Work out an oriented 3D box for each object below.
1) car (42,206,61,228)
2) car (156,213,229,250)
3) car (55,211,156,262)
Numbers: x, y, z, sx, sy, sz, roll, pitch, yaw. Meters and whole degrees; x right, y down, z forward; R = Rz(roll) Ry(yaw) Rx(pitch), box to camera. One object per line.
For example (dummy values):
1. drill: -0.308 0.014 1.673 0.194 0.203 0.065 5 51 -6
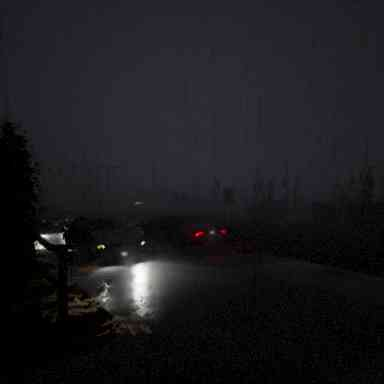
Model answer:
1. car: -9.425 1.690 21.878 1.812 1.442 4.674 0 -1 -33
2. car: -0.704 1.664 15.036 2.033 1.411 5.357 0 -1 -37
3. car: -3.627 1.647 13.018 2.033 1.411 5.357 0 -1 -33
